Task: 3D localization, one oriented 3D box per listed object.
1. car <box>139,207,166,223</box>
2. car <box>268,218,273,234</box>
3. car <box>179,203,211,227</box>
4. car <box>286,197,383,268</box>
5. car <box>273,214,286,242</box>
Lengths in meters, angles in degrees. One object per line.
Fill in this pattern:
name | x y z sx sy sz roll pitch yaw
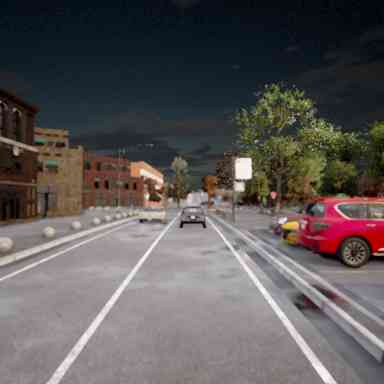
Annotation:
car | -3.339 1.922 28.537 1.895 1.301 4.718 0 -2 0
car | 6.191 1.368 16.694 4.553 1.767 2.185 0 0 -1
car | 0.057 1.757 24.159 2.033 1.411 5.357 0 -1 0
car | 6.254 1.207 10.742 5.566 2.045 2.435 0 0 0
car | 6.198 1.475 13.658 5.008 1.535 2.097 0 0 -1
